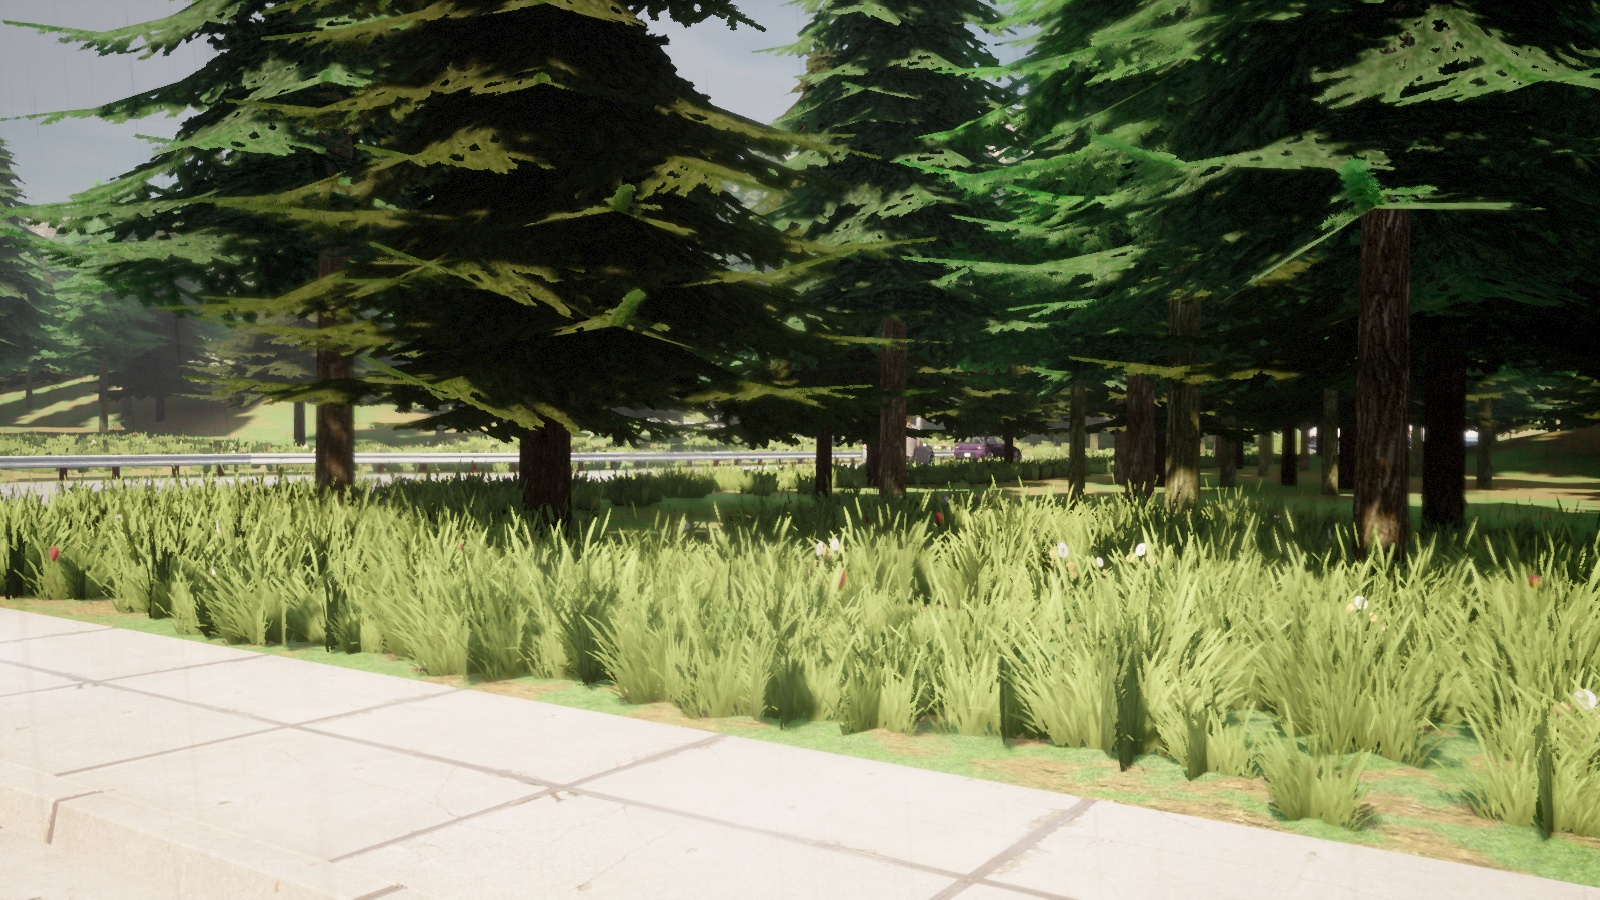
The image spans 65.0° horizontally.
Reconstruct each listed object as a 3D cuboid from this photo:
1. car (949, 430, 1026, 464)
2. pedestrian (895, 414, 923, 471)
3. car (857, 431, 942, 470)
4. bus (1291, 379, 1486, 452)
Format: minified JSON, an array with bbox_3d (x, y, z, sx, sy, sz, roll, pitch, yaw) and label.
[{"bbox_3d":[8.648,-0.148,57.729,1.816,1.474,4.193,0,1,35],"label":"car"},{"bbox_3d":[3.760,-0.258,43.229,0.659,1.952,0.873,0,1,26],"label":"pedestrian"},{"bbox_3d":[4.080,-0.017,51.140,1.845,1.501,3.633,0,1,35],"label":"car"},{"bbox_3d":[35.986,-2.053,77.292,10.273,4.253,3.944,0,0,12],"label":"bus"}]
